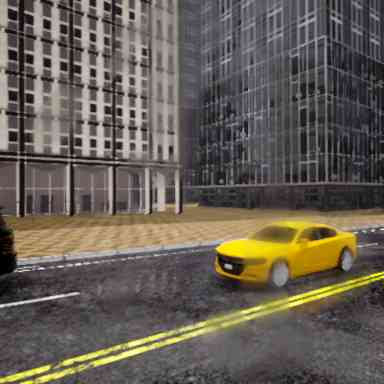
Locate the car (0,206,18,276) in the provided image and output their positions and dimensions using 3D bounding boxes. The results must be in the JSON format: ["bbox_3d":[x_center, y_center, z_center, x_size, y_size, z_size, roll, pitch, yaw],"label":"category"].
[{"bbox_3d":[-6.695,1.271,6.810,5.566,2.045,2.150,1,-1,-36],"label":"car"}]

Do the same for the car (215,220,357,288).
[{"bbox_3d":[2.930,1.632,9.884,5.008,1.535,1.882,1,-1,-36],"label":"car"}]
